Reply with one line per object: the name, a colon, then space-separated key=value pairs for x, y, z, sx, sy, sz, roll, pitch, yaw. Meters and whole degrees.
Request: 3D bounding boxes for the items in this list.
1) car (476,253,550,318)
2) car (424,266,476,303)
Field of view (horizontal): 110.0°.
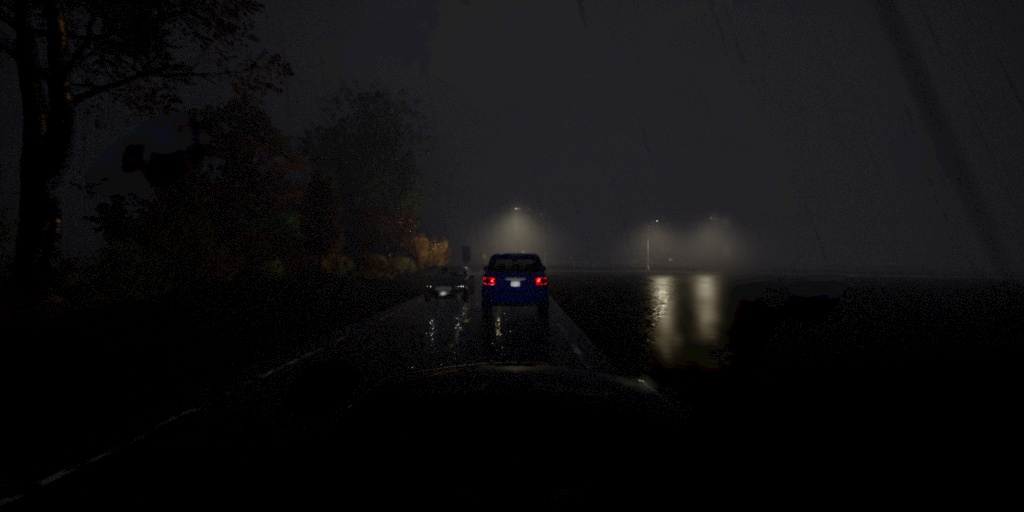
car: x=0.101 y=0.960 z=13.172 sx=2.150 sy=2.045 sz=5.566 roll=0 pitch=-1 yaw=0
car: x=-2.753 y=1.236 z=16.770 sx=2.128 sy=1.511 sz=4.902 roll=0 pitch=0 yaw=0
